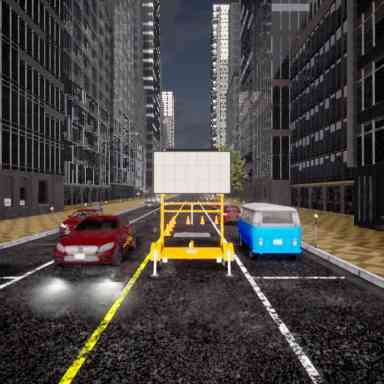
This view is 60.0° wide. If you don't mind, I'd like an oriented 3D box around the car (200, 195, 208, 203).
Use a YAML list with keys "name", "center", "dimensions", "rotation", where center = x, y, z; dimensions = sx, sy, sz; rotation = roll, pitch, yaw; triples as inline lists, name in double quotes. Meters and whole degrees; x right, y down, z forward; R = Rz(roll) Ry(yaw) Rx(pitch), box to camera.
- name: "car"
  center: [2.708, 1.532, 52.134]
  dimensions: [2.008, 1.369, 4.403]
  rotation: [0, 0, 0]

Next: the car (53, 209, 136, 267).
- name: "car"
  center: [-3.096, 1.523, 11.518]
  dimensions: [1.812, 1.442, 4.674]
  rotation: [0, 0, 0]

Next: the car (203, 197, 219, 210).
- name: "car"
  center: [2.704, 1.572, 40.749]
  dimensions: [1.802, 1.307, 4.206]
  rotation: [0, 0, 0]

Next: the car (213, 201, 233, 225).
- name: "car"
  center: [2.698, 1.576, 23.671]
  dimensions: [1.802, 1.307, 4.206]
  rotation: [0, 0, 0]

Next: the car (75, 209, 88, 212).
- name: "car"
  center: [-5.685, 1.578, 17.985]
  dimensions: [1.802, 1.307, 4.206]
  rotation: [0, 0, 0]

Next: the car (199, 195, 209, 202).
- name: "car"
  center: [2.716, 1.384, 74.904]
  dimensions: [1.967, 1.590, 4.097]
  rotation: [0, 0, 0]

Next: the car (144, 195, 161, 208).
- name: "car"
  center: [-5.675, 1.538, 46.448]
  dimensions: [2.008, 1.369, 4.403]
  rotation: [0, 0, 0]

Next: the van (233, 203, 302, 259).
- name: "van"
  center: [2.694, 1.338, 12.287]
  dimensions: [1.690, 1.788, 3.998]
  rotation: [0, 0, 0]

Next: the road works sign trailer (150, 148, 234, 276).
- name: "road works sign trailer"
  center: [0.003, 0.462, 10.307]
  dimensions: [2.380, 3.560, 2.880]
  rotation: [0, 0, 0]

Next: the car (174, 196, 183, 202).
- name: "car"
  center: [-2.976, 1.495, 73.100]
  dimensions: [2.033, 1.411, 5.357]
  rotation: [0, 0, 0]
